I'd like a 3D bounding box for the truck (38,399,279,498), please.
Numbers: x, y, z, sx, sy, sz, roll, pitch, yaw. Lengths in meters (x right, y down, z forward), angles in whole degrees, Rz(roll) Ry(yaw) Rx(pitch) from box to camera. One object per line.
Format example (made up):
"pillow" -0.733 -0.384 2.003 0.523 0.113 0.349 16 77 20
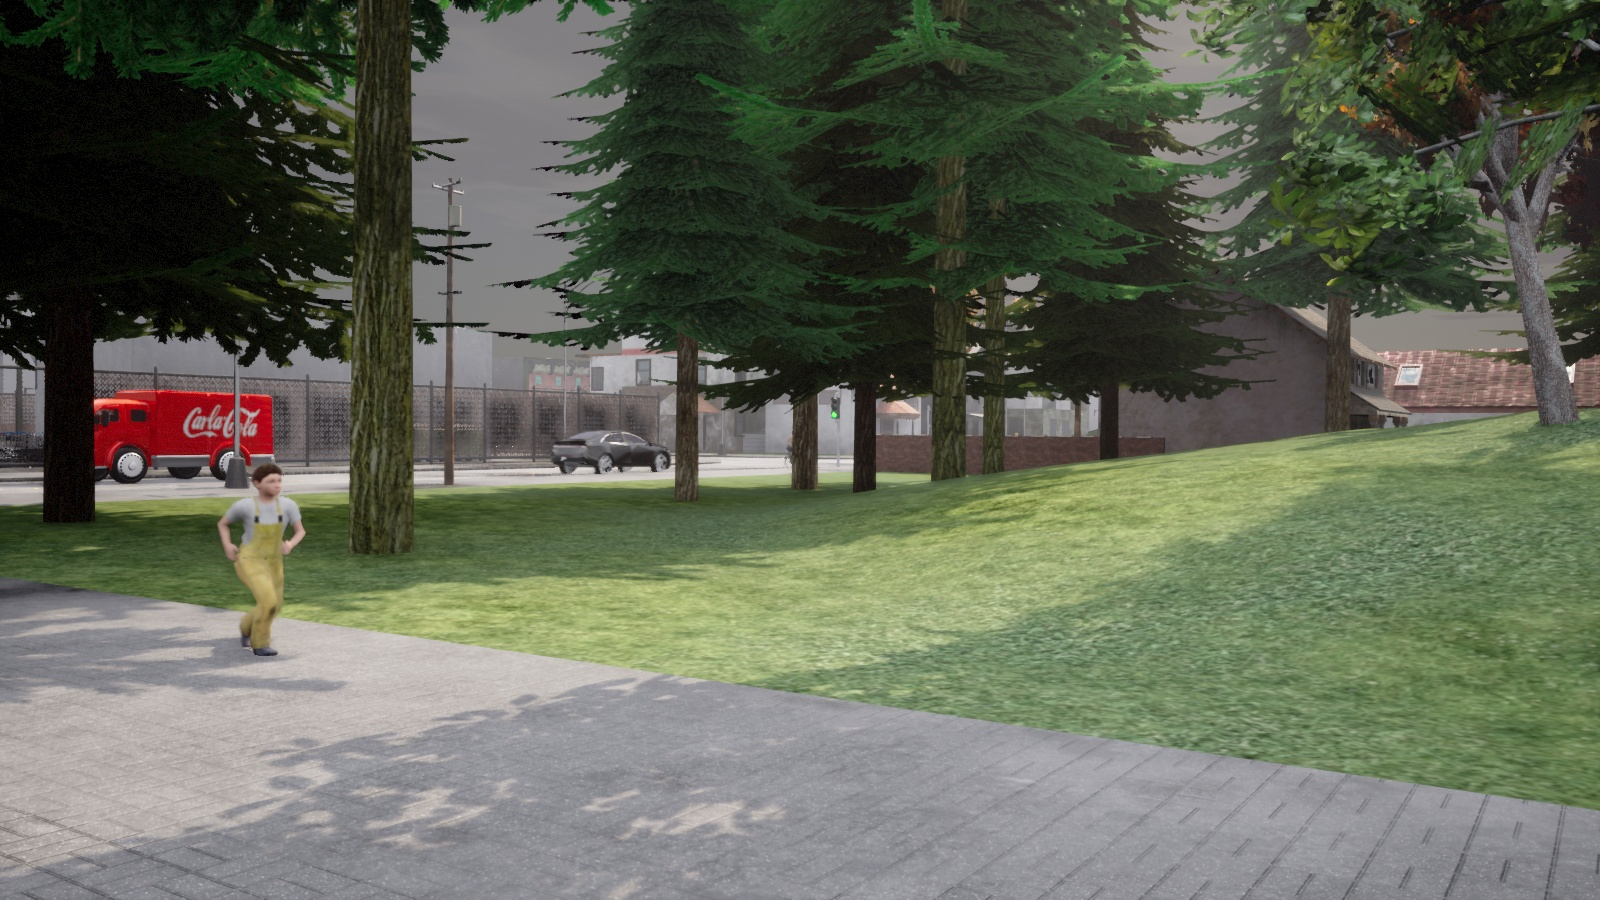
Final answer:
"truck" -17.329 -0.060 34.191 2.627 2.467 5.204 0 1 34

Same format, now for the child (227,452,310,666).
"child" -3.245 0.646 7.661 0.437 1.263 0.270 0 1 38

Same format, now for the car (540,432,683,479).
"car" -6.424 0.153 43.413 2.128 1.511 4.902 0 1 34
